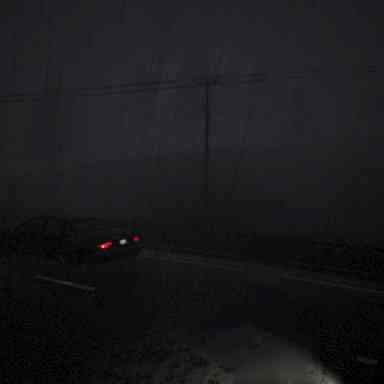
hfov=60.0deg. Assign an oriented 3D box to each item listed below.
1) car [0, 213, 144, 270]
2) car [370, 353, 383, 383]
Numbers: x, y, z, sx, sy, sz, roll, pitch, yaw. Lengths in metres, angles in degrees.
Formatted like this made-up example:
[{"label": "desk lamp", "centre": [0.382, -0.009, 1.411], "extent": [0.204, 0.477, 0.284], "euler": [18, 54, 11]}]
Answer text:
[{"label": "car", "centre": [-4.091, 1.380, 10.345], "extent": [5.357, 1.411, 2.033], "euler": [1, 1, 28]}, {"label": "car", "centre": [3.077, 1.586, 1.575], "extent": [4.181, 1.385, 1.994], "euler": [1, 1, 37]}]
